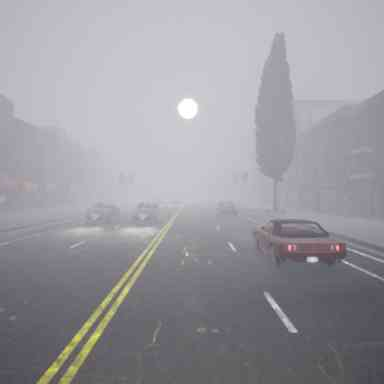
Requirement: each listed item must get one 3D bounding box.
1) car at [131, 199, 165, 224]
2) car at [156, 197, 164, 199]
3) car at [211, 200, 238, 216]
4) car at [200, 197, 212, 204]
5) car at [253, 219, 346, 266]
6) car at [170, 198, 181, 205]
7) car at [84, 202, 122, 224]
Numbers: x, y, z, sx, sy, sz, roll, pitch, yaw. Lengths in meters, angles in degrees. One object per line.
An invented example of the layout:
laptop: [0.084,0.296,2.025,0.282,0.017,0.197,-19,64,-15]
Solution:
car: [-3.335,1.499,24.984,2.128,1.511,4.902,0,0,0]
car: [-6.470,1.792,66.332,1.837,1.490,4.892,0,0,0]
car: [3.366,1.588,33.035,2.033,1.411,5.357,0,0,0]
car: [3.288,1.894,71.515,1.812,1.442,4.674,0,-1,0]
car: [3.361,1.586,11.457,1.895,1.301,4.718,0,0,0]
car: [-3.229,1.849,66.120,1.994,1.385,4.181,0,-1,0]
car: [-6.585,1.499,24.972,2.128,1.511,4.902,0,0,0]
